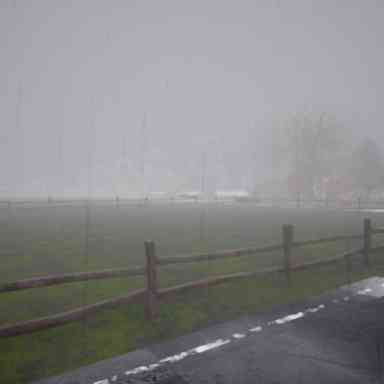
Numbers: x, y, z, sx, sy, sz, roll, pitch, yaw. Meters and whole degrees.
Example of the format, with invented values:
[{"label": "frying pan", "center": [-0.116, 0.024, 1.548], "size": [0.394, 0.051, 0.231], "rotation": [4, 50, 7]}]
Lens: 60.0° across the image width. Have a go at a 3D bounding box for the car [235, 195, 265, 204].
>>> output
[{"label": "car", "center": [8.590, 1.156, 49.527], "size": [1.895, 1.301, 4.718], "rotation": [-1, 1, -35]}]
